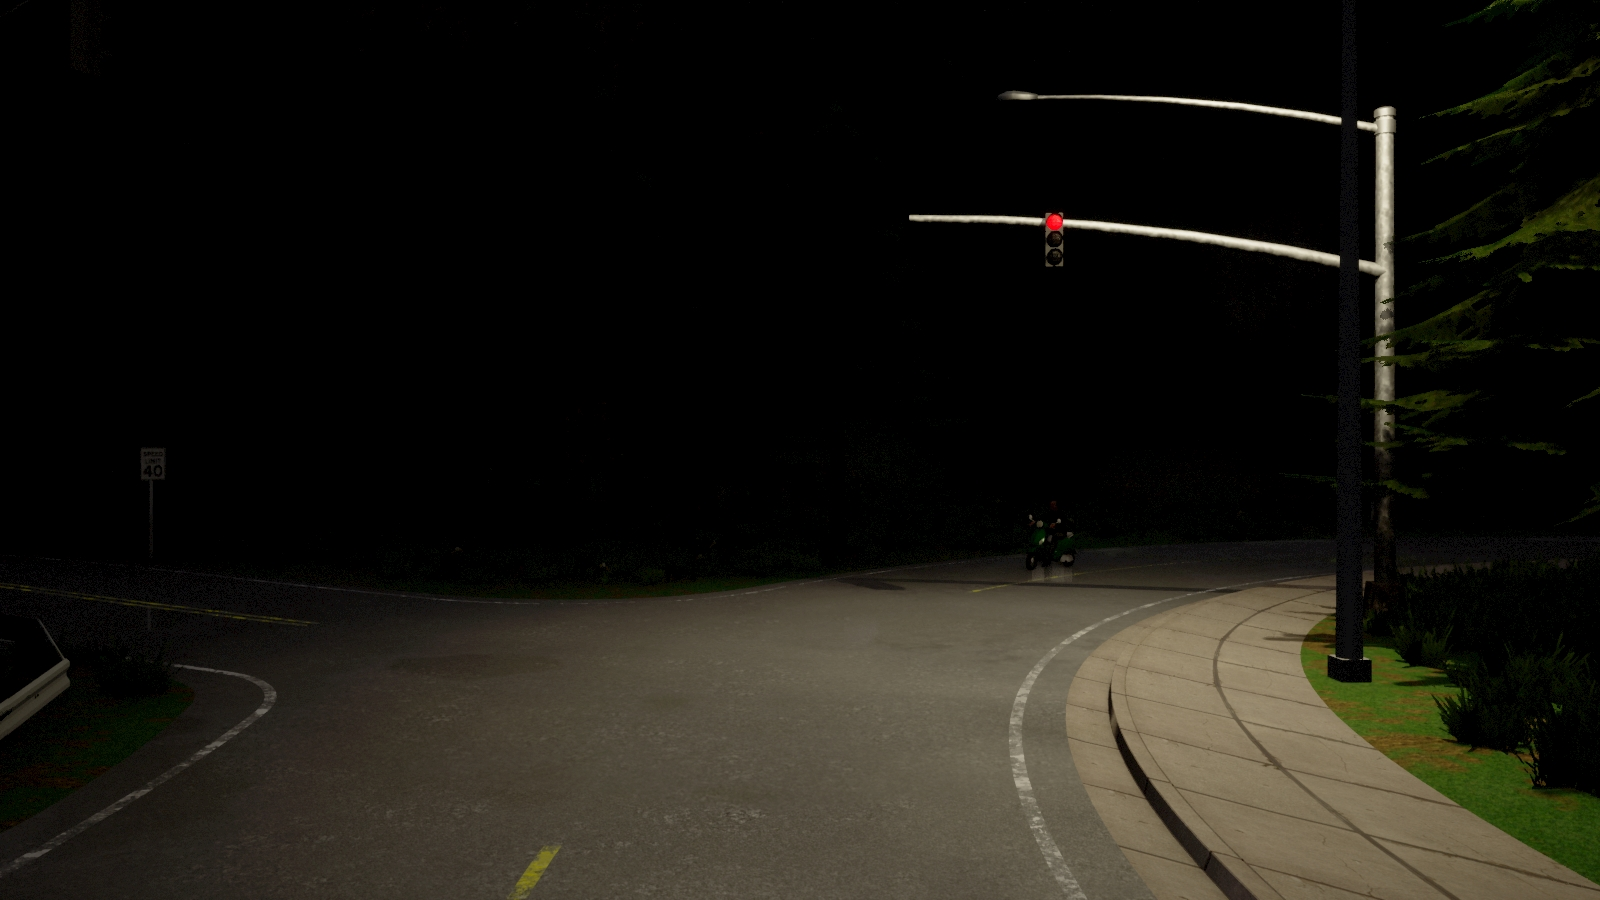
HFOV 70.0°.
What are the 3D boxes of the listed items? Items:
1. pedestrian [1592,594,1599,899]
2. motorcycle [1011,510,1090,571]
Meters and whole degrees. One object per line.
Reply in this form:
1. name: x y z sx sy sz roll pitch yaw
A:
1. pedestrian: 4.275 1.671 5.709 0.375 1.860 0.375 0 0 -2
2. motorcycle: 5.937 2.115 27.011 1.805 1.316 0.856 0 0 -37
